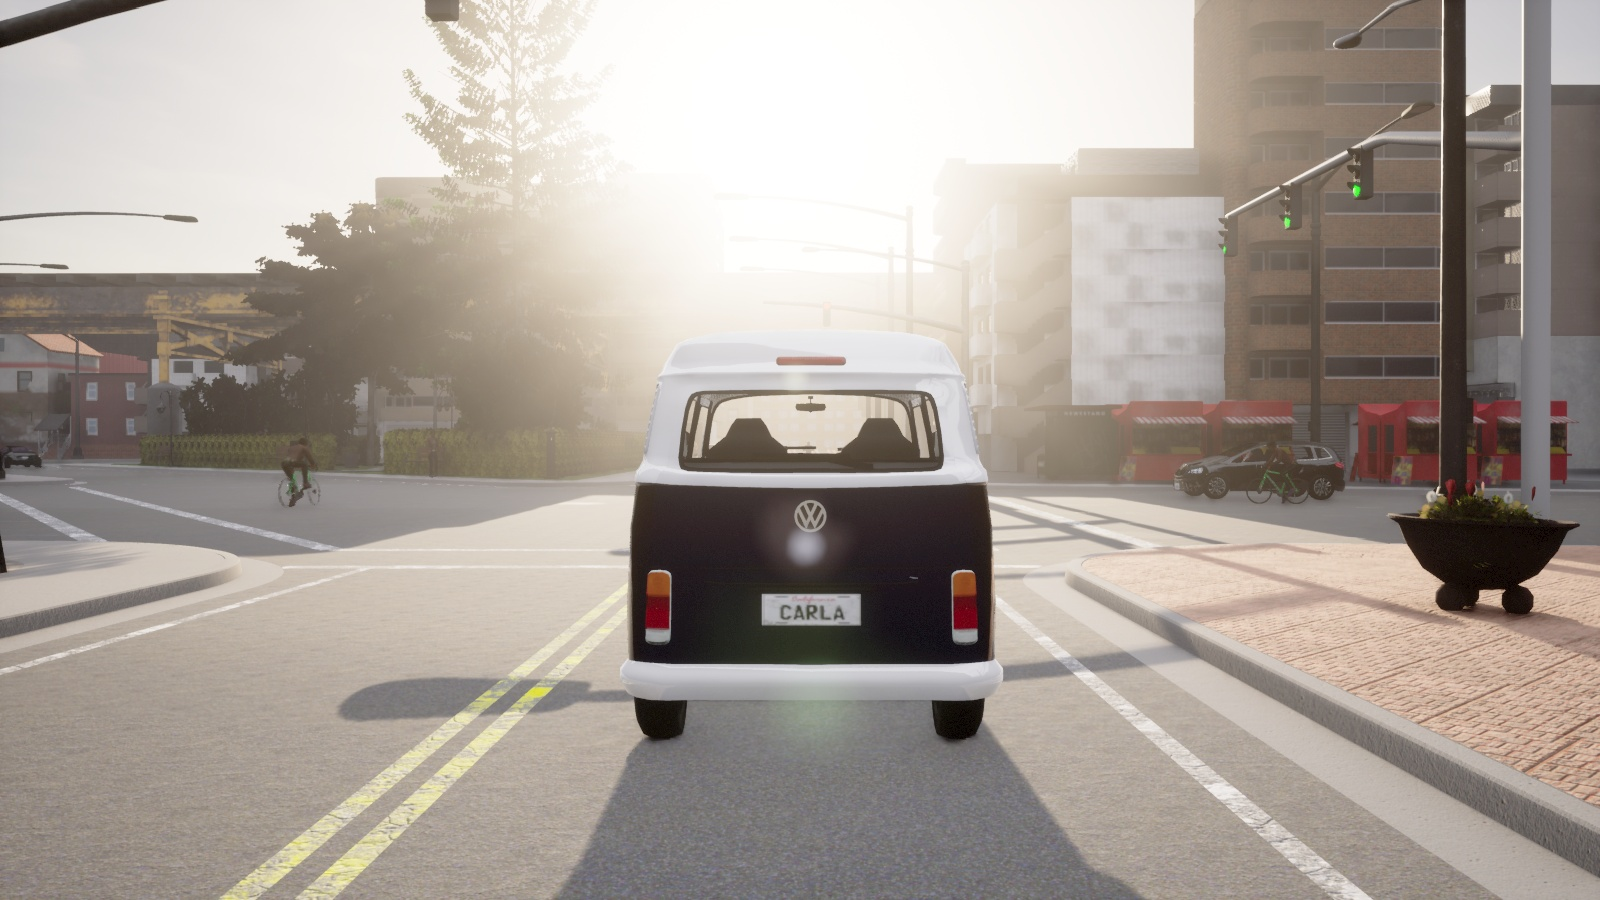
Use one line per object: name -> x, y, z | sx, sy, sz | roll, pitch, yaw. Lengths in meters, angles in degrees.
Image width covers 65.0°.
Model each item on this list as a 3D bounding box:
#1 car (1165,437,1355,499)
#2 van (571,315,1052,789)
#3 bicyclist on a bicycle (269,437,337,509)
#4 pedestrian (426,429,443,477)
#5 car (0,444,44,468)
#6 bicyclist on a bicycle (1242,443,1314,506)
car -> 13.121, 0.503, 36.080 | 4.611, 1.667, 2.242 | 1, 0, 0
van -> 0.066, 0.427, 7.651 | 2.069, 2.038, 4.480 | 0, 0, 0
bicyclist on a bicycle -> -11.700, 0.523, 29.588 | 0.582, 1.620, 1.656 | -3, -1, 13
pedestrian -> -13.910, 0.116, 47.757 | 0.328, 1.805, 0.869 | 0, 0, -36
car -> -48.073, 0.337, 76.955 | 4.181, 1.385, 1.994 | 0, 0, 45
bicyclist on a bicycle -> 12.392, 0.626, 32.583 | 1.656, 1.620, 0.582 | 0, 0, 0
